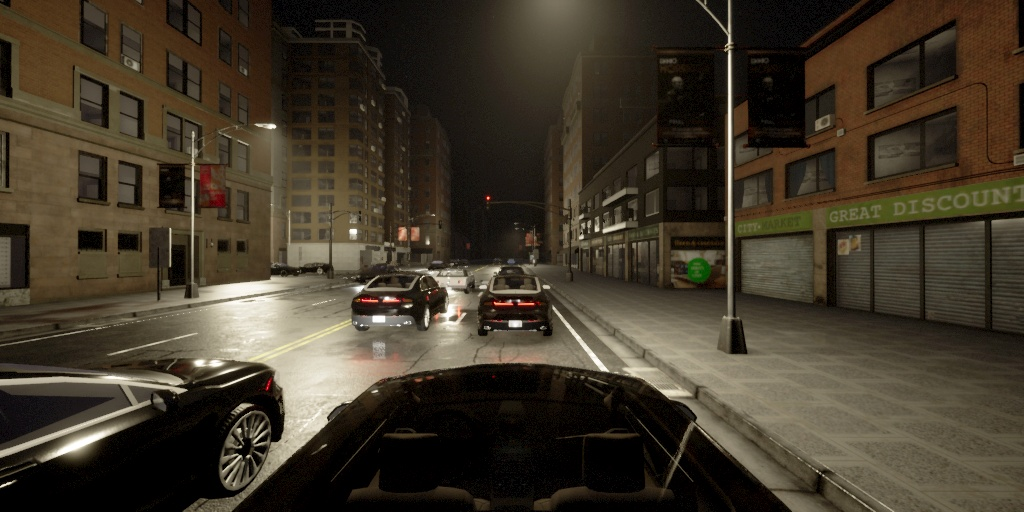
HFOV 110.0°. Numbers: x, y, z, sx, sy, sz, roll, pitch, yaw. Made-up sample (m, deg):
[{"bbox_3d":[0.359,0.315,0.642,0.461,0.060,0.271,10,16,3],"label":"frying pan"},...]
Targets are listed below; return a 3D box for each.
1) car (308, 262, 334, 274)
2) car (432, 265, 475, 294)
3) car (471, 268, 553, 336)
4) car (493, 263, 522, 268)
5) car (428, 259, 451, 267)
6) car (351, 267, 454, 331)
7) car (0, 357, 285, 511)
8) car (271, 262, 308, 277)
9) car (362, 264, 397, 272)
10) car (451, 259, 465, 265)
[{"bbox_3d":[-22.230,1.347,40.036,4.313,1.339,1.948,0,0,0],"label":"car"},{"bbox_3d":[-3.190,1.354,20.275,1.895,1.301,4.718,0,0,0],"label":"car"},{"bbox_3d":[0.081,1.256,10.372,1.837,1.490,4.892,0,0,0],"label":"car"},{"bbox_3d":[-0.036,1.278,19.628,1.812,1.442,4.674,0,0,0],"label":"car"},{"bbox_3d":[-9.966,1.331,48.196,1.994,1.385,4.181,0,0,0],"label":"car"},{"bbox_3d":[-3.171,1.256,10.962,1.837,1.490,4.892,0,0,0],"label":"car"},{"bbox_3d":[-3.153,1.242,1.574,2.128,1.511,4.902,0,0,0],"label":"car"},{"bbox_3d":[-22.612,1.316,34.555,4.181,1.385,1.994,0,0,0],"label":"car"},{"bbox_3d":[-9.902,1.302,27.152,2.033,1.411,5.357,0,0,0],"label":"car"},{"bbox_3d":[-9.950,1.267,61.817,2.128,1.511,4.902,0,0,0],"label":"car"}]
